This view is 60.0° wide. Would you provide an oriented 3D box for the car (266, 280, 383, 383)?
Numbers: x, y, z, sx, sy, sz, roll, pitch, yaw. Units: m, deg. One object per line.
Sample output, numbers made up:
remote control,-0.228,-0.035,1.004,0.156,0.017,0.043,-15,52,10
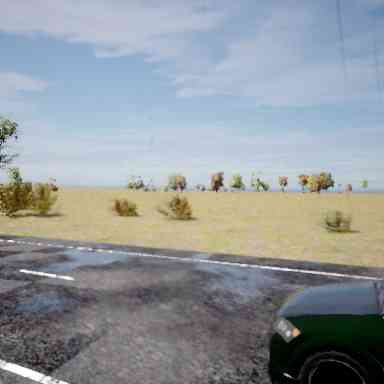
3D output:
car,2.954,1.546,3.525,4.181,1.385,1.994,0,0,27
